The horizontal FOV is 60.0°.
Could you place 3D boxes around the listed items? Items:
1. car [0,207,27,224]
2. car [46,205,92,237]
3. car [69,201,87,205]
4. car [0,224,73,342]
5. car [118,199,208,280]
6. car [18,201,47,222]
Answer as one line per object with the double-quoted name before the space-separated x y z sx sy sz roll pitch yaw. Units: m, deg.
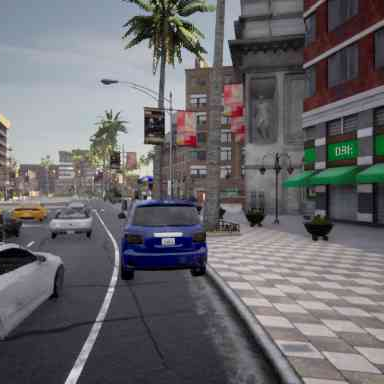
"car" -9.045 1.593 14.907 1.895 1.301 4.718 0 0 -16
"car" -6.317 1.595 17.788 1.895 1.301 4.718 0 0 -16
"car" -9.592 1.517 27.914 1.812 1.442 4.674 0 0 -18
"car" -3.549 1.523 5.379 1.812 1.442 4.674 0 0 -5
"car" -1.055 1.218 10.220 2.150 2.045 5.566 0 0 -11
"car" -12.592 1.467 26.155 1.882 1.535 5.008 0 0 -18
